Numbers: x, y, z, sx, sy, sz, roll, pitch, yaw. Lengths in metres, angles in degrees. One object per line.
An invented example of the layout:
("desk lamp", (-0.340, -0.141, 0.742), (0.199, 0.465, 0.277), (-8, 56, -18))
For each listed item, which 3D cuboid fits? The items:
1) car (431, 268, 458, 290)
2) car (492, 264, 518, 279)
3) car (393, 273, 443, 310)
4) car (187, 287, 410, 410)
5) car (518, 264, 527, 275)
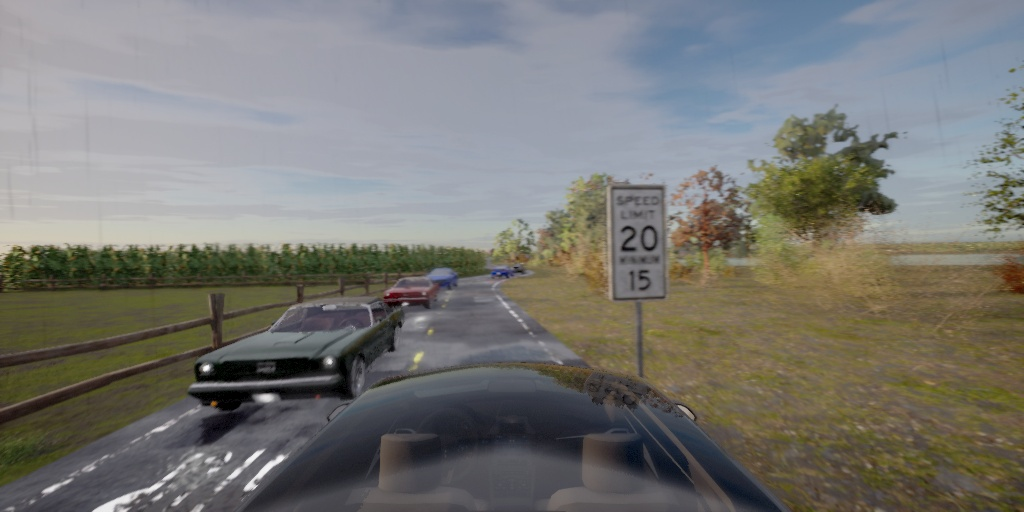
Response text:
("car", (-5.286, 1.689, 27.296), (1.882, 1.535, 5.008), (-1, -1, -1))
("car", (-0.975, 1.798, 41.693), (1.882, 1.535, 5.008), (-1, -1, 12))
("car", (-4.496, 1.652, 16.576), (1.895, 1.301, 4.718), (-1, -1, -6))
("car", (-3.323, 1.493, 6.650), (1.895, 1.301, 4.718), (-1, -1, -7))
("car", (0.982, 1.921, 51.725), (1.837, 1.490, 4.892), (-1, -1, 9))
